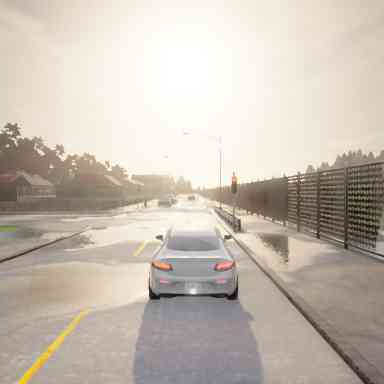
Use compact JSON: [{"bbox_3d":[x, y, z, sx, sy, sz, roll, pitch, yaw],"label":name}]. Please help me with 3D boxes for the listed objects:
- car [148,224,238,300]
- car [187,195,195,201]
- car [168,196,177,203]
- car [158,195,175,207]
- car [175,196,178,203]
[{"bbox_3d":[0.037,1.526,8.268,1.812,1.442,4.674,0,0,0],"label":"car"},{"bbox_3d":[-0.190,1.478,86.391,1.882,1.535,5.008,0,0,0],"label":"car"},{"bbox_3d":[-4.153,1.524,71.654,1.812,1.442,4.674,0,0,0],"label":"car"},{"bbox_3d":[-4.205,1.478,51.810,1.882,1.535,5.008,0,0,0],"label":"car"},{"bbox_3d":[-4.195,1.352,61.740,2.097,1.767,4.553,0,0,0],"label":"car"}]
